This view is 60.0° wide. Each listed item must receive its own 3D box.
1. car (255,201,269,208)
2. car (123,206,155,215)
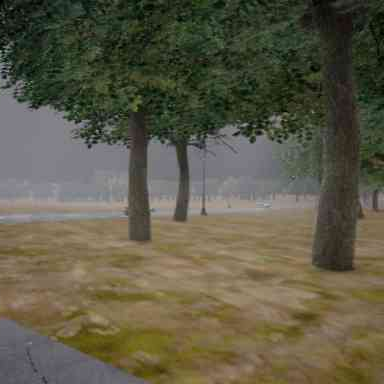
[{"bbox_3d":[19.742,3.496,93.117,2.150,2.045,5.566,0,-1,37],"label":"car"},{"bbox_3d":[-7.155,2.431,45.348,1.837,1.490,4.892,0,-2,37],"label":"car"}]
